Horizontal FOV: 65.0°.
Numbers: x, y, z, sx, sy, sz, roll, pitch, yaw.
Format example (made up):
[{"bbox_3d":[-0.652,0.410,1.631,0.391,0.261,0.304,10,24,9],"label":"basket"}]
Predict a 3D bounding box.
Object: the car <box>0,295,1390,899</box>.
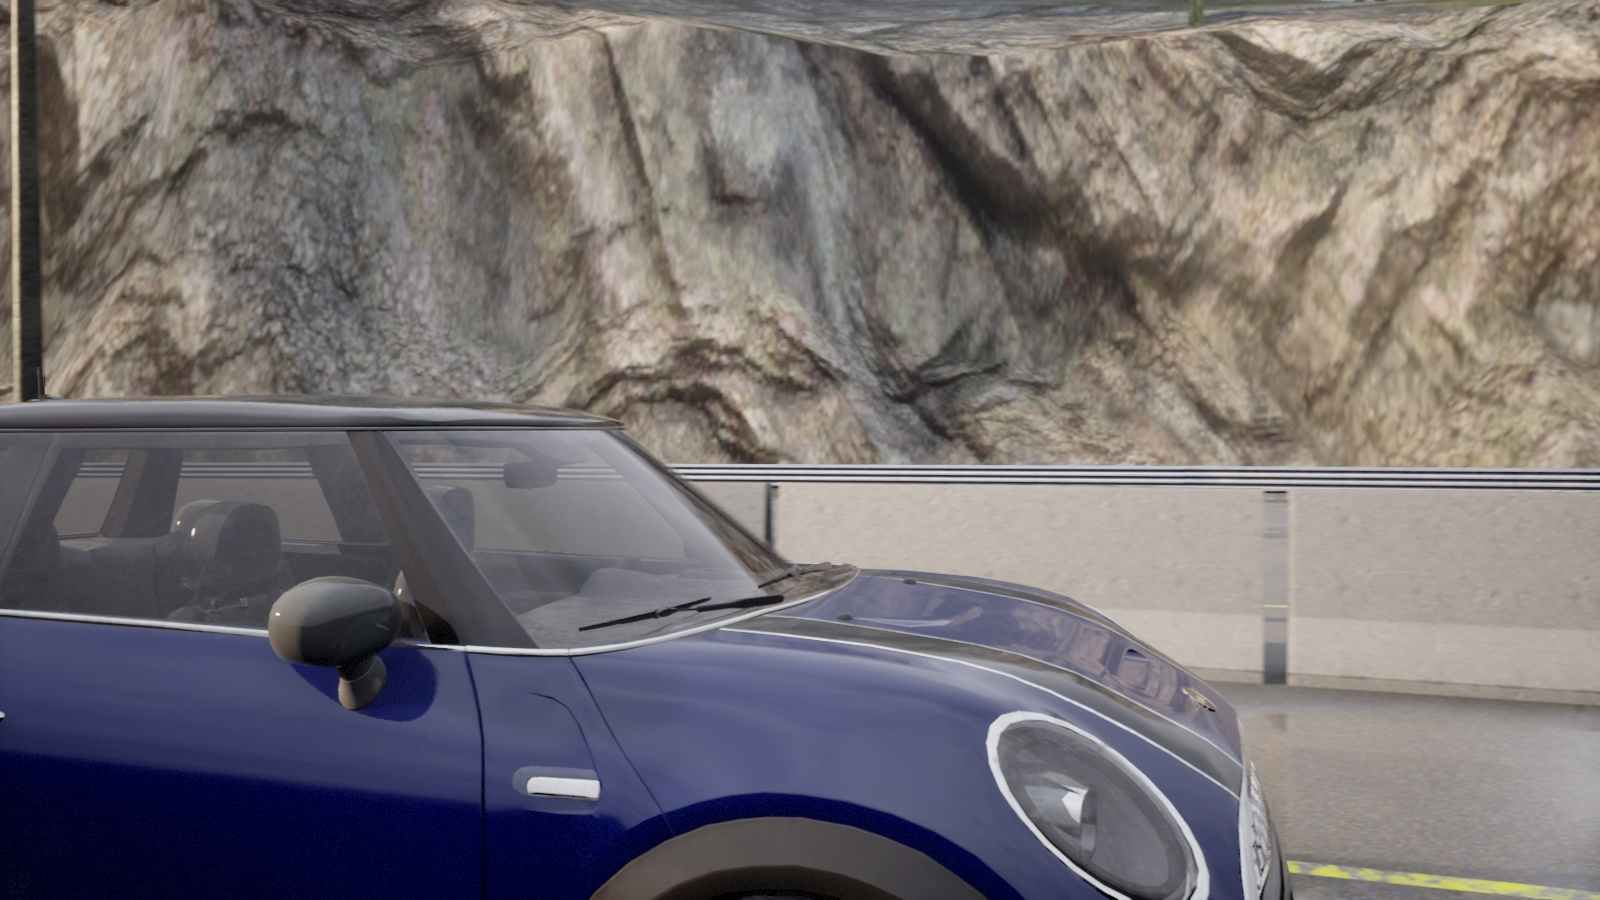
[{"bbox_3d":[-1.003,0.623,3.523,4.553,1.767,2.097,1,1,17],"label":"car"}]
